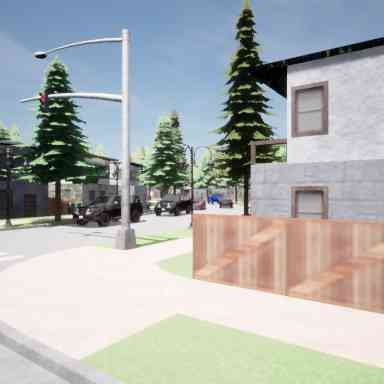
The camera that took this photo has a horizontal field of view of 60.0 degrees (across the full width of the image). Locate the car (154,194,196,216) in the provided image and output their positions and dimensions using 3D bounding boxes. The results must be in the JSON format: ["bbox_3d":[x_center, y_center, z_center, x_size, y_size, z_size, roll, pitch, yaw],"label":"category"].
[{"bbox_3d":[-1.723,1.202,32.459,2.150,2.045,5.566,0,0,18],"label":"car"}]

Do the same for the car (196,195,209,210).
[{"bbox_3d":[0.535,1.333,42.058,2.097,1.767,4.553,0,0,9],"label":"car"}]

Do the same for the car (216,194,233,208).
[{"bbox_3d":[4.837,1.473,47.730,2.128,1.511,4.902,0,0,4],"label":"car"}]

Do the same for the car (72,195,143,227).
[{"bbox_3d":[-5.618,1.202,23.083,2.150,2.045,5.566,0,0,27],"label":"car"}]

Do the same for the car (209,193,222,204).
[{"bbox_3d":[4.296,1.202,60.841,2.150,2.045,5.566,0,0,-9],"label":"car"}]
